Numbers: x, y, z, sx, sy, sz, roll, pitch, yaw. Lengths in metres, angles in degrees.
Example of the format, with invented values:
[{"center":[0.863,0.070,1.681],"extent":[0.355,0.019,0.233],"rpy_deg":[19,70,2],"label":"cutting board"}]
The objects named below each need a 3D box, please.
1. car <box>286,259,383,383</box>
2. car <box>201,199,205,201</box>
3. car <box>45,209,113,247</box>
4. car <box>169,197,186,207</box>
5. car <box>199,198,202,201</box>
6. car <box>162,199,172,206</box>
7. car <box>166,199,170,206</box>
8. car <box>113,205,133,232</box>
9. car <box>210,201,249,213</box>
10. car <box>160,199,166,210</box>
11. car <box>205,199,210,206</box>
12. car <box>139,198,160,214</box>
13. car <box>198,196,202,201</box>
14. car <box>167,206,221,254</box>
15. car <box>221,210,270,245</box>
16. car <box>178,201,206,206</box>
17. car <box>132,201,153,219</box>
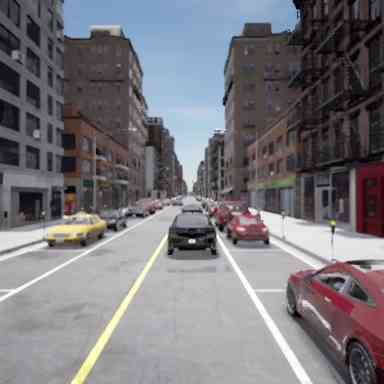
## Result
[{"center":[2.635,1.630,4.793],"extent":[1.802,1.307,4.206],"rpy_deg":[0,-1,0],"label":"car"},{"center":[2.621,1.959,44.561],"extent":[2.008,1.369,4.403],"rpy_deg":[0,-1,0],"label":"car"},{"center":[-5.394,1.677,15.978],"extent":[1.752,1.417,4.829],"rpy_deg":[0,-1,0],"label":"car"},{"center":[-2.792,2.154,65.386],"extent":[1.994,1.385,4.181],"rpy_deg":[0,0,0],"label":"car"},{"center":[2.617,2.075,55.924],"extent":[1.947,1.339,4.313],"rpy_deg":[0,-1,0],"label":"car"},{"center":[-5.414,2.210,72.963],"extent":[2.008,1.369,4.403],"rpy_deg":[0,-1,0],"label":"car"},{"center":[-5.412,2.192,67.281],"extent":[1.802,1.307,4.206],"rpy_deg":[0,-1,0],"label":"car"},{"center":[-5.396,1.770,21.829],"extent":[1.947,1.339,4.313],"rpy_deg":[0,-1,0],"label":"car"},{"center":[2.629,1.520,21.840],"extent":[2.192,1.841,5.009],"rpy_deg":[0,-1,0],"label":"car"},{"center":[-5.406,1.899,50.238],"extent":[1.967,1.590,4.097],"rpy_deg":[0,-1,0],"label":"car"},{"center":[2.625,1.747,33.201],"extent":[1.967,1.590,4.097],"rpy_deg":[0,-1,0],"label":"car"},{"center":[-5.402,1.672,38.875],"extent":[2.192,1.841,5.009],"rpy_deg":[0,-1,0],"label":"car"},{"center":[2.613,2.137,67.456],"extent":[1.752,1.417,4.829],"rpy_deg":[0,-1,0],"label":"car"},{"center":[0.024,1.613,14.244],"extent":[1.882,1.535,5.008],"rpy_deg":[0,0,1],"label":"car"},{"center":[2.631,1.736,16.156],"extent":[1.802,1.307,4.206],"rpy_deg":[0,-1,0],"label":"car"},{"center":[0.011,1.771,28.525],"extent":[1.837,1.490,4.892],"rpy_deg":[0,0,0],"label":"car"},{"center":[-5.400,1.872,33.192],"extent":[1.947,1.339,4.313],"rpy_deg":[0,-1,0],"label":"car"}]
